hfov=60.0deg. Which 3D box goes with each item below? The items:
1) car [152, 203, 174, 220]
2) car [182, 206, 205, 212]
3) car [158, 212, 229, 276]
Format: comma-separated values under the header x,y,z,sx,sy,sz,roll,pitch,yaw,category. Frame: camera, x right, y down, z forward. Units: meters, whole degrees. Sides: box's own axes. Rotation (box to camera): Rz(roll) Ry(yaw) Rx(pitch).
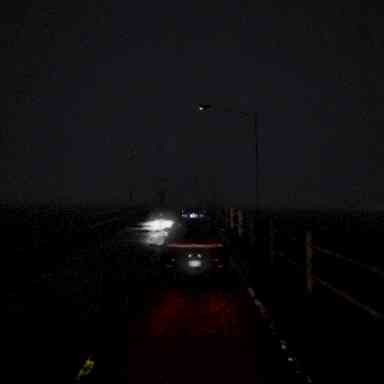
x,y,z,sx,sy,sz,roll,pitch,yaw,category
-2.806,1.879,32.824,2.128,1.511,4.902,0,-1,0,car
0.121,1.873,27.614,2.033,1.411,5.357,0,-1,0,car
0.089,1.620,10.828,2.128,1.511,4.902,0,-1,0,car
